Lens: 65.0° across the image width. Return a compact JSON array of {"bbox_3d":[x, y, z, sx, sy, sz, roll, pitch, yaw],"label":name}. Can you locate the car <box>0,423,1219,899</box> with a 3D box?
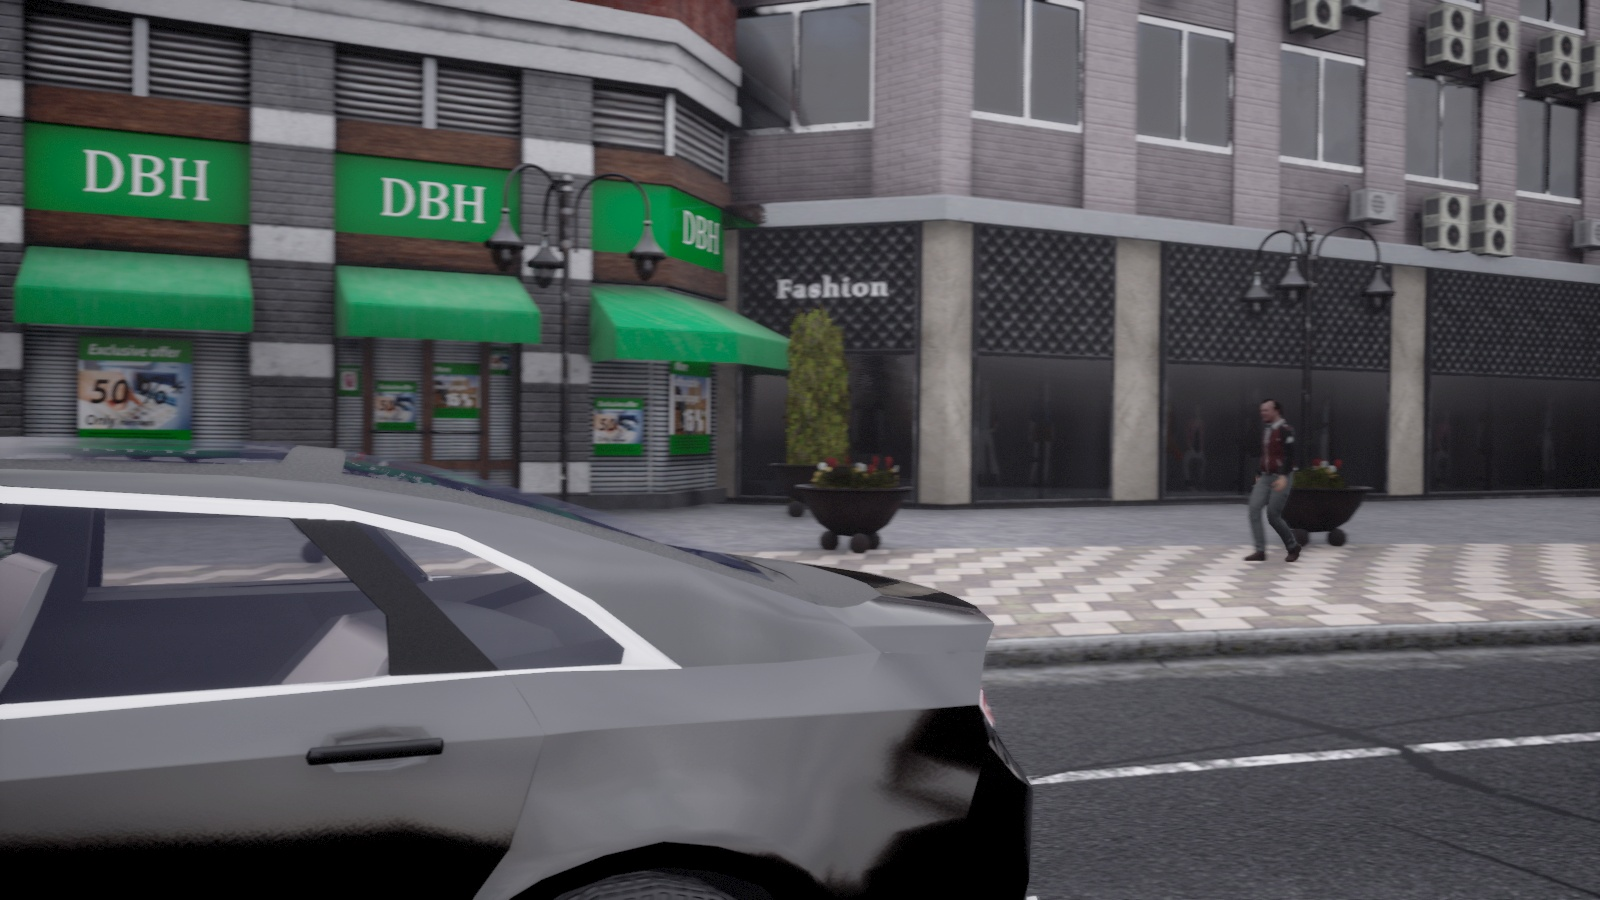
[{"bbox_3d":[-1.863,0.731,2.526,4.902,1.511,2.128,-1,1,-21],"label":"car"}]

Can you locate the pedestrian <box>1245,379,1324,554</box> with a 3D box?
[{"bbox_3d":[5.262,0.167,13.644,0.720,1.854,0.376,-1,1,-19],"label":"pedestrian"}]
